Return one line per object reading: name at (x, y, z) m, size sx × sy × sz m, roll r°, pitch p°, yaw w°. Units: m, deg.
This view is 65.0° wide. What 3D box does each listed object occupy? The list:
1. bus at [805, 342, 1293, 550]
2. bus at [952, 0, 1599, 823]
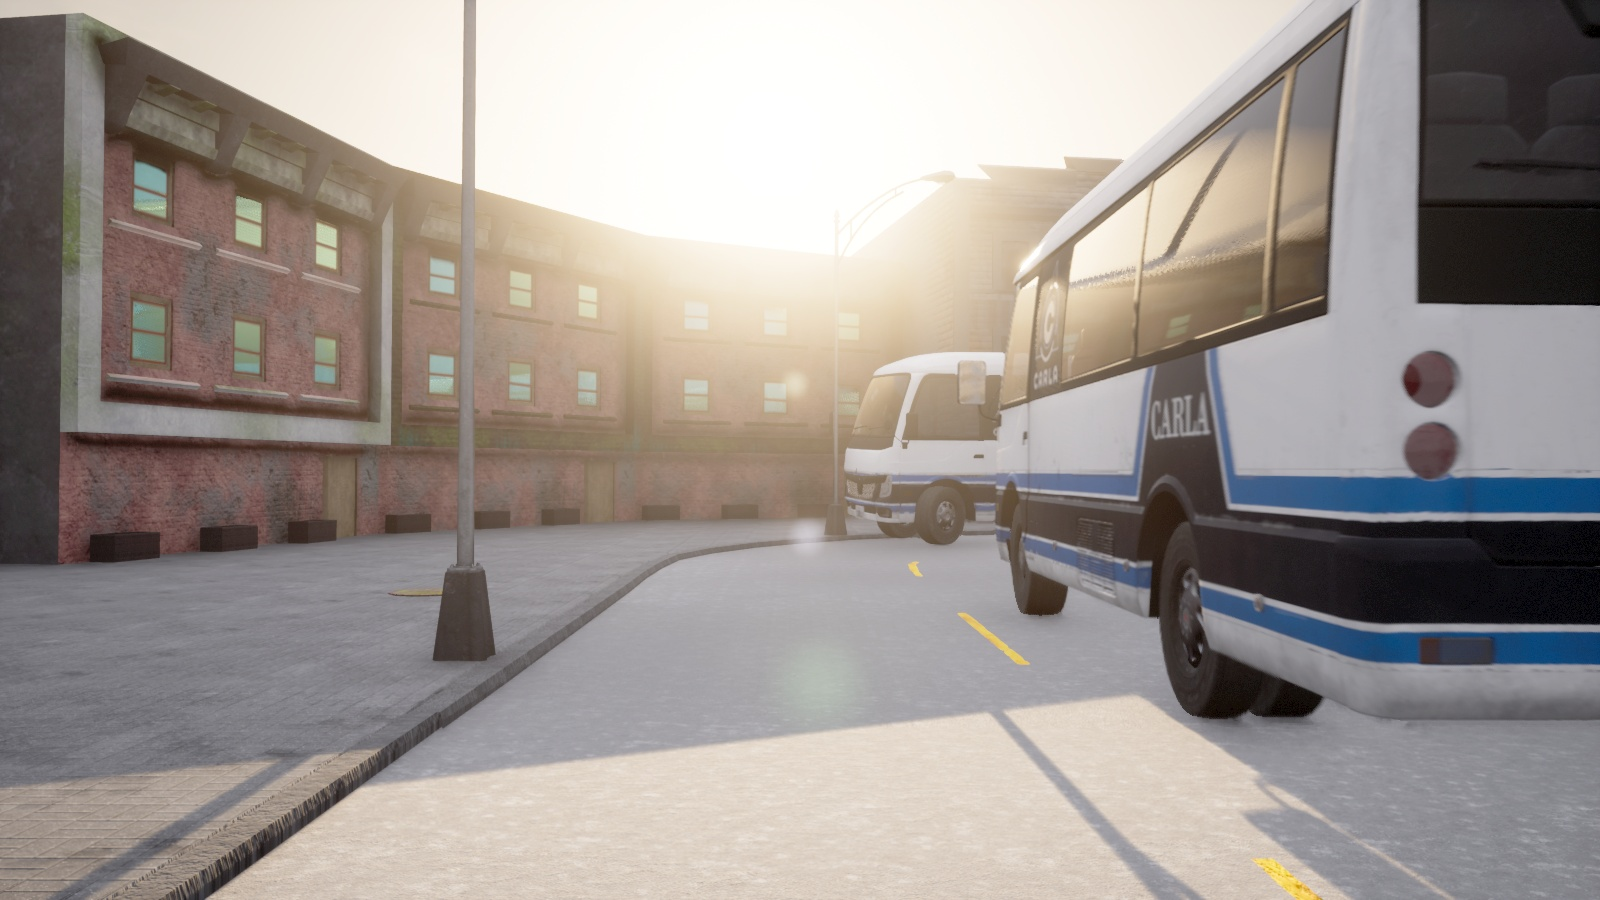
bus at (5.594, -0.109, 28.874) m, size 10.273 × 4.253 × 3.944 m, roll 0°, pitch 1°, yaw -14°
bus at (3.929, -0.398, 10.742) m, size 3.944 × 4.253 × 10.273 m, roll 0°, pitch -1°, yaw 0°
